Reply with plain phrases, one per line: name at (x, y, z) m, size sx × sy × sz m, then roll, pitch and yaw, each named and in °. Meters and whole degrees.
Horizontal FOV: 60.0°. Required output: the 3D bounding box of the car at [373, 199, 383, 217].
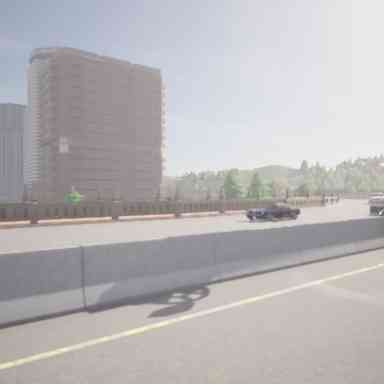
car at (15.396, 1.470, 24.368) m, size 4.892 × 1.490 × 1.837 m, roll 0°, pitch 0°, yaw -42°

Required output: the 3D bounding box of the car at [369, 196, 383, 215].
car at (19.153, 1.433, 32.874) m, size 1.882 × 1.535 × 5.008 m, roll 0°, pitch 0°, yaw 43°

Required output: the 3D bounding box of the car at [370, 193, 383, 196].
car at (32.278, 1.176, 58.040) m, size 2.150 × 2.045 × 5.566 m, roll 0°, pitch 1°, yaw 25°

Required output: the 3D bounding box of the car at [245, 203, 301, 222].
car at (6.342, 1.574, 25.899) m, size 4.718 × 1.301 × 1.895 m, roll 0°, pitch 0°, yaw -38°
